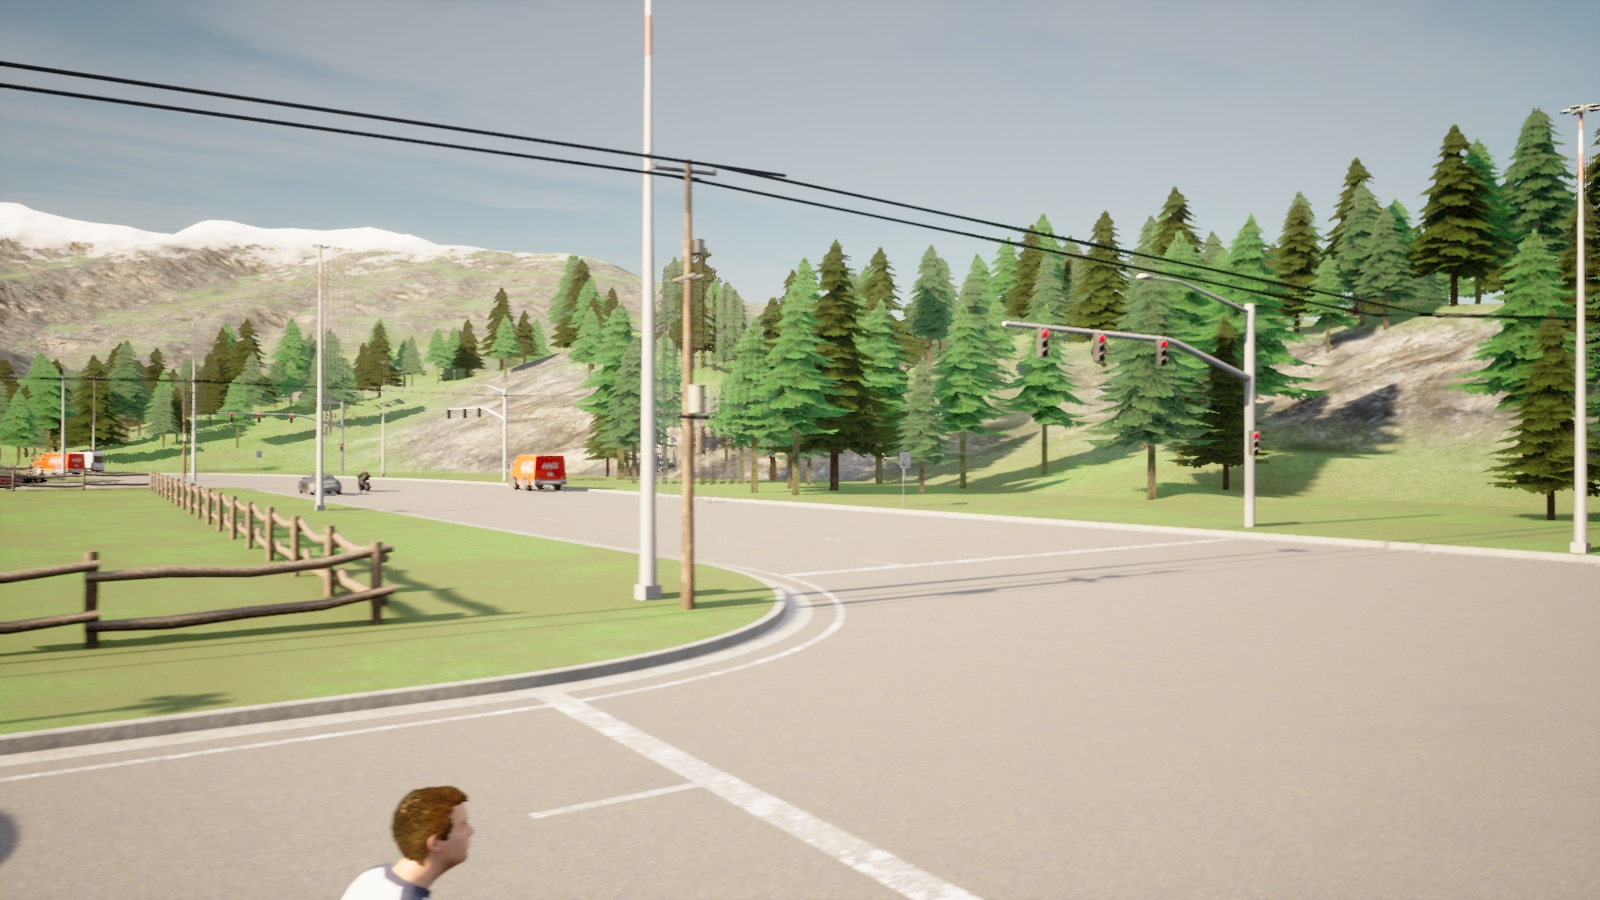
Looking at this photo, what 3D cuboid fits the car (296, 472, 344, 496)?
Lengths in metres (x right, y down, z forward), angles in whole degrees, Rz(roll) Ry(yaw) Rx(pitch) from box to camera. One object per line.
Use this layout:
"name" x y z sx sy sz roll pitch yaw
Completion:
"car" -30.622 2.131 72.811 1.994 1.385 4.181 0 0 -35

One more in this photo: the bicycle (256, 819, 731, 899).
"bicycle" -1.019 2.058 3.465 1.643 1.496 0.373 1 0 -34
